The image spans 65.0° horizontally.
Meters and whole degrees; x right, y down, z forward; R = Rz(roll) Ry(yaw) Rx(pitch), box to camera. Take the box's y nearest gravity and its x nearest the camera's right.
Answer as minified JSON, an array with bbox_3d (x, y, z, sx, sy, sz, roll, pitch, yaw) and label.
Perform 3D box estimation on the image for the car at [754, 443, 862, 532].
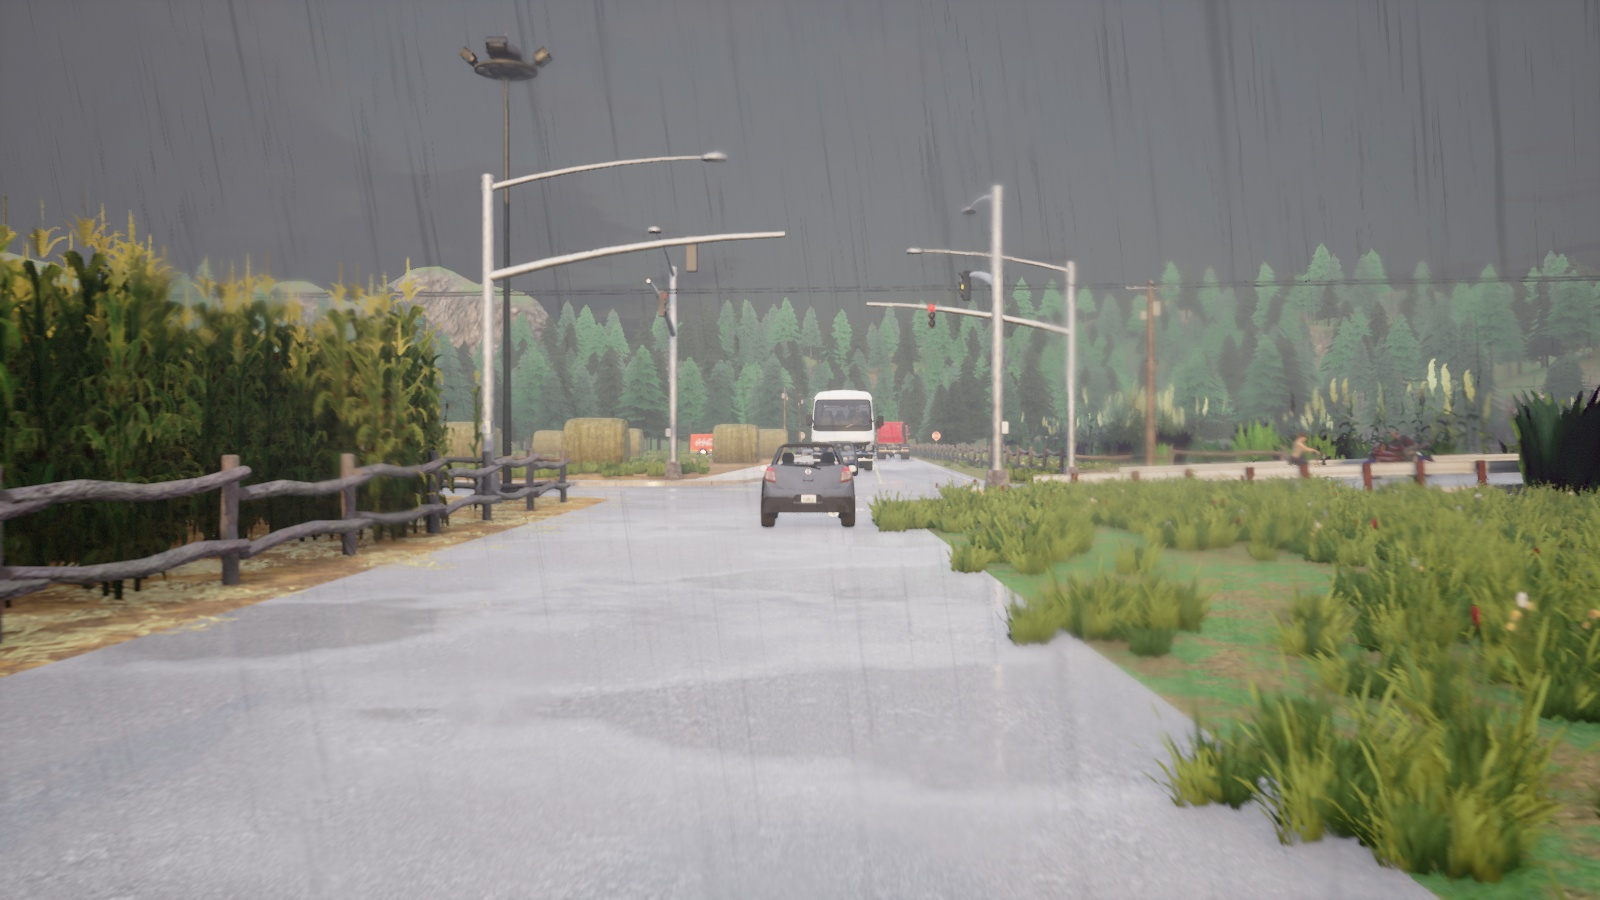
[{"bbox_3d":[0.146,0.630,23.160,1.845,1.501,3.633,0,0,0],"label":"car"}]

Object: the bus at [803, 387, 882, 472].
[{"bbox_3d":[2.417,-1.047,68.255,3.944,4.253,10.273,0,0,3],"label":"bus"}]

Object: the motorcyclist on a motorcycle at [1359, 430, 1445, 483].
[{"bbox_3d":[18.659,0.206,38.954,2.191,1.530,0.866,-3,0,6],"label":"motorcyclist on a motorcycle"}]

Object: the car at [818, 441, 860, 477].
[{"bbox_3d":[1.753,0.376,55.974,1.789,1.549,3.705,0,0,3],"label":"car"}]
